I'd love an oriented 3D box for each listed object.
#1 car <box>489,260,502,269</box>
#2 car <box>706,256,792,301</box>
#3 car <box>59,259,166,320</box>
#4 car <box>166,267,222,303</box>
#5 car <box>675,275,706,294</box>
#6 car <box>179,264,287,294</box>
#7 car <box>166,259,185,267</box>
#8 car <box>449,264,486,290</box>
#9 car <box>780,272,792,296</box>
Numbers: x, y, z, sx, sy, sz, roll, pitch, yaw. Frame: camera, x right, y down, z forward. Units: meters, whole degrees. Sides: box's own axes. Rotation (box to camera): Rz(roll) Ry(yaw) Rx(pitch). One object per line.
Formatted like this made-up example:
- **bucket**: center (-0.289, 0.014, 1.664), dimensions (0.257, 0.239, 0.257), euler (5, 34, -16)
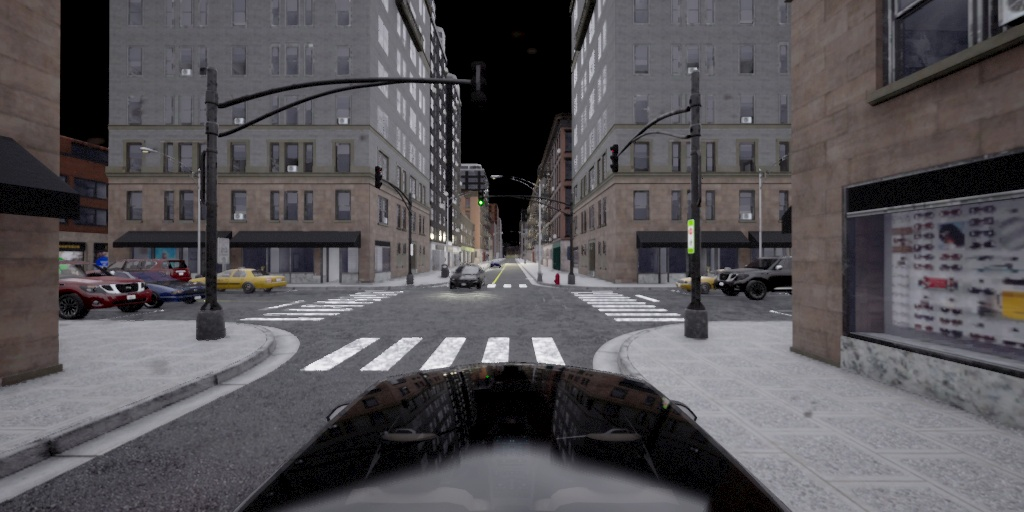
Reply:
- **car**: center (-2.692, 1.363, 58.534), dimensions (1.895, 1.301, 4.718), euler (0, 0, 0)
- **car**: center (12.856, 0.999, 17.268), dimensions (5.566, 2.045, 2.150), euler (0, 0, 0)
- **car**: center (-15.090, 1.041, 11.844), dimensions (5.009, 1.841, 2.192), euler (0, 0, 0)
- **car**: center (-15.272, 1.286, 14.385), dimensions (5.357, 1.411, 2.033), euler (0, 0, 0)
- **car**: center (11.652, 1.315, 19.803), dimensions (4.829, 1.417, 1.751), euler (0, 0, 0)
- **car**: center (-15.231, 1.290, 19.869), dimensions (4.829, 1.417, 1.751), euler (0, 0, 0)
- **car**: center (-20.740, 1.074, 19.883), dimensions (5.009, 1.841, 2.192), euler (0, 0, 0)
- **car**: center (-2.728, 1.289, 22.734), dimensions (1.882, 1.535, 5.008), euler (0, 1, 0)
- **car**: center (11.793, 1.316, 11.777), dimensions (4.313, 1.339, 1.948), euler (0, 0, 0)
